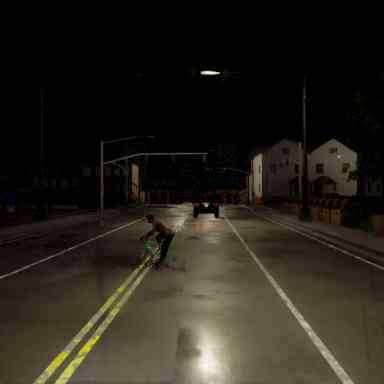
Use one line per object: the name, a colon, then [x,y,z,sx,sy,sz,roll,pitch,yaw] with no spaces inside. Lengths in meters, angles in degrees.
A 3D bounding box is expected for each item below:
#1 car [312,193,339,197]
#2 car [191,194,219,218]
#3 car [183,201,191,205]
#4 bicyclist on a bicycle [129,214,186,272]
car: [19.374,1.219,49.984,5.566,2.045,2.150,0,0,2]
car: [1.285,1.221,30.007,2.150,2.045,5.566,0,0,2]
car: [-0.831,2.597,66.402,1.812,1.442,4.674,0,-8,3]
bicyclist on a bicycle: [-1.005,1.455,9.535,1.656,1.620,0.582,-2,0,2]
